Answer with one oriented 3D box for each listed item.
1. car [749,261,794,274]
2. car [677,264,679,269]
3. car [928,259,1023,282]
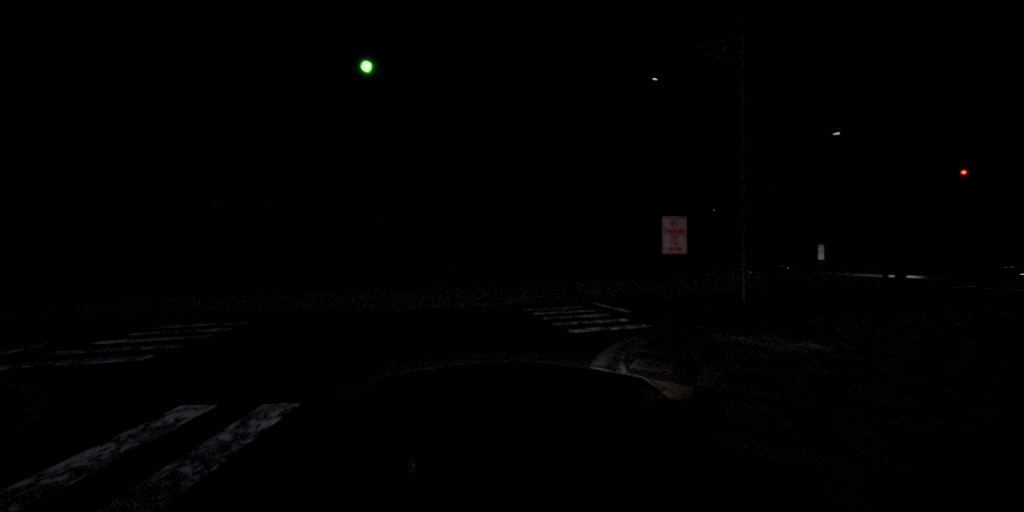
[{"bbox_3d":[28.653,1.270,39.781,1.994,1.385,4.181,0,-1,-13],"label":"car"},{"bbox_3d":[24.492,1.488,57.030,1.812,1.442,4.674,0,-1,-14],"label":"car"},{"bbox_3d":[31.764,0.956,24.624,2.128,1.511,4.902,0,-1,4],"label":"car"}]
